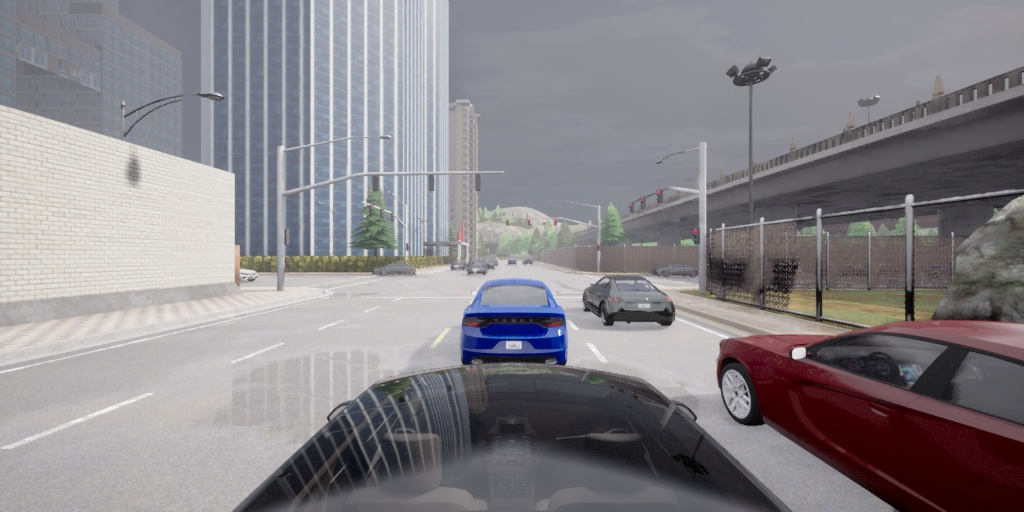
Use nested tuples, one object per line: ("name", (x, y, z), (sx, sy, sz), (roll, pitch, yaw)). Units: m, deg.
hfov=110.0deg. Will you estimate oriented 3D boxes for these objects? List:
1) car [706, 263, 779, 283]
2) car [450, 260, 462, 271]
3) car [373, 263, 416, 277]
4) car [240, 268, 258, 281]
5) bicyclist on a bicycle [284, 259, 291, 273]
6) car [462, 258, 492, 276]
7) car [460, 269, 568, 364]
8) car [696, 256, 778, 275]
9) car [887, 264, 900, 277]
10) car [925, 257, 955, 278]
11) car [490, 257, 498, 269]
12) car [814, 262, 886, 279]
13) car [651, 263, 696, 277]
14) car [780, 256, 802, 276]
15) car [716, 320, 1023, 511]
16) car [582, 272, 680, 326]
("car", (17.747, 1.406, 28.192), (4.718, 1.301, 1.895), (0, 0, -1))
("car", (-7.087, 1.240, 48.330), (2.128, 1.511, 4.902), (0, 0, 0))
("car", (-11.866, 1.361, 36.374), (4.181, 1.385, 1.994), (0, 1, -21))
("car", (-22.633, 1.331, 28.189), (4.674, 1.442, 1.812), (0, 0, 0))
("bicyclist on a bicycle", (-25.294, 1.106, 40.146), (0.582, 1.620, 1.656), (0, 0, 0))
("car", (-3.593, 1.276, 37.507), (2.128, 1.511, 4.902), (0, 0, 0))
("car", (0.054, 1.228, 8.019), (1.882, 1.535, 5.008), (0, 0, 1))
("car", (20.000, 1.026, 31.949), (5.566, 2.045, 2.150), (0, 0, 0))
("car", (35.557, 1.331, 35.466), (4.674, 1.442, 1.812), (0, 0, 0))
("car", (40.477, 1.026, 31.971), (5.566, 2.045, 2.150), (0, 0, 0))
("car", (-3.583, 1.102, 52.030), (2.097, 1.767, 4.553), (0, 0, 0))
("car", (29.769, 1.406, 31.967), (4.718, 1.301, 1.895), (0, 0, 0))
("car", (16.022, 1.369, 35.445), (4.181, 1.385, 1.994), (0, 0, 0))
("car", (25.378, 1.026, 35.467), (5.566, 2.045, 2.150), (0, 0, -1))
("car", (3.601, 1.228, 2.685), (1.882, 1.535, 5.008), (0, 0, 0))
("car", (3.576, 1.314, 11.679), (1.994, 1.385, 4.181), (0, 0, 0))
